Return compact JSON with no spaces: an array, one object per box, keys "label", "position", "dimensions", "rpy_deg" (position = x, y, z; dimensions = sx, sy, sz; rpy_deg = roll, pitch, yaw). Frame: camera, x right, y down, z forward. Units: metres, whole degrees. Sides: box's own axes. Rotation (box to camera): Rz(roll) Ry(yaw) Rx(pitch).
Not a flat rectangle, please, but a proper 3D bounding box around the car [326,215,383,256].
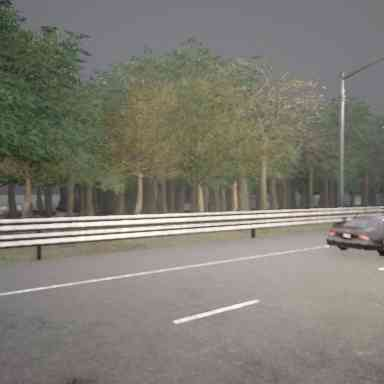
[{"label":"car","position":[7.735,1.676,13.676],"dimensions":[5.357,1.411,2.033],"rpy_deg":[1,0,-35]}]
